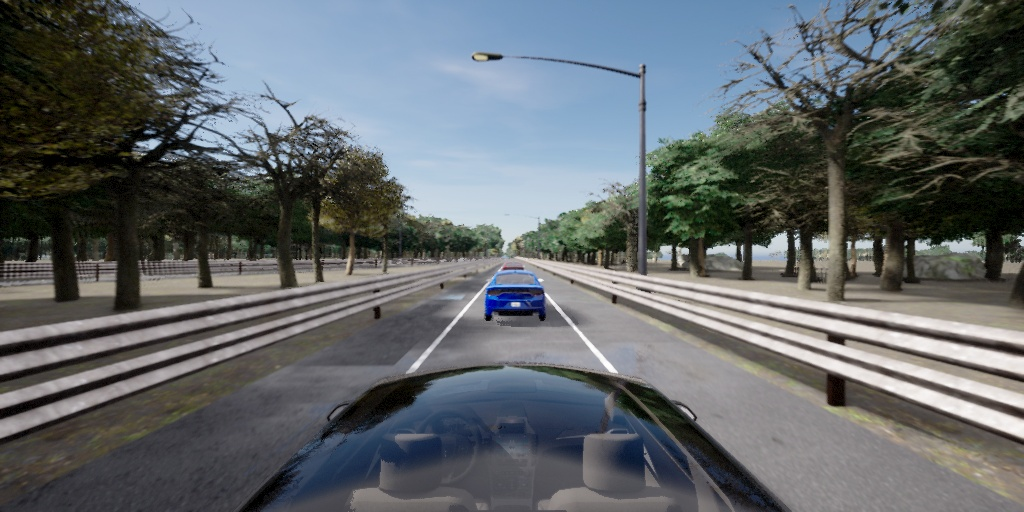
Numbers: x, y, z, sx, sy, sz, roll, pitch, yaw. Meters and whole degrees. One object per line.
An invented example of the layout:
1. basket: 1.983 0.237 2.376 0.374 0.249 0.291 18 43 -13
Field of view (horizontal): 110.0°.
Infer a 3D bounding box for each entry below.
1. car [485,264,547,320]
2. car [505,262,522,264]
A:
1. car: 0.107 1.227 12.676 1.882 1.535 5.008 0 0 0
2. car: 0.116 1.218 31.105 1.882 1.535 5.008 0 0 0
